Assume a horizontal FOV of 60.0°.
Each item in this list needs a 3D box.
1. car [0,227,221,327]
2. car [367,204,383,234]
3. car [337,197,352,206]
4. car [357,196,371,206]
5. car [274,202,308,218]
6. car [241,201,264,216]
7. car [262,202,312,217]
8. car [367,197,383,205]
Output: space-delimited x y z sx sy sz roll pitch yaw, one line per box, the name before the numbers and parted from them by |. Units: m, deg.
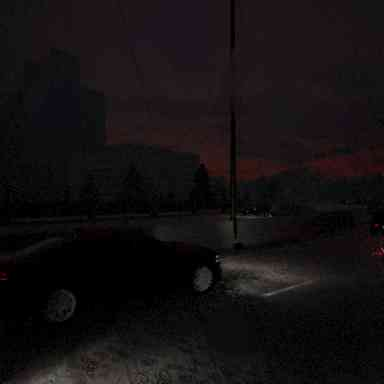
car | -1.602 1.504 7.151 5.008 1.535 1.882 1 0 -36
car | 12.025 1.654 19.634 1.837 1.490 4.892 0 0 42
car | 30.974 1.905 67.524 2.097 1.767 4.553 0 -1 37
car | 34.491 1.779 66.384 2.150 2.045 5.566 0 -1 37
car | 10.225 1.812 34.109 1.994 1.385 4.181 0 -1 37
car | 7.033 1.756 35.696 1.837 1.490 4.892 0 0 38
car | 7.546 1.678 25.350 1.837 1.490 4.892 0 0 41
car | 32.043 2.029 57.295 1.994 1.385 4.181 0 -1 37
